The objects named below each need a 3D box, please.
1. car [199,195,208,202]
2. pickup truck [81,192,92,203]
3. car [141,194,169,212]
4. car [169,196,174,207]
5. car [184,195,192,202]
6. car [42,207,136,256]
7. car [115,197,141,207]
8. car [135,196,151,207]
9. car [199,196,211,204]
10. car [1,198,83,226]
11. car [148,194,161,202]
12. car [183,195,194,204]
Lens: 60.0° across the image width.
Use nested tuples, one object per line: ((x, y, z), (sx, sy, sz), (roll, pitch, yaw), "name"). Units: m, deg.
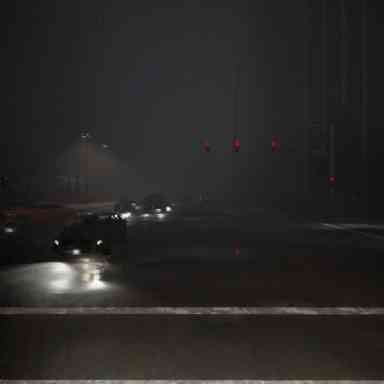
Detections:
((2.559, 1.524, 75.212), (1.812, 1.442, 4.674), (0, 0, -1), "car")
((-20.915, 1.059, 60.050), (2.390, 2.098, 6.274), (0, 0, 30), "pickup truck")
((-4.179, 1.222, 38.533), (2.150, 2.045, 5.566), (0, 0, -1), "car")
((-4.305, 1.601, 51.977), (1.895, 1.301, 4.718), (0, 0, -1), "car")
((-0.944, 1.478, 75.417), (1.882, 1.535, 5.008), (0, 0, -1), "car")
((-3.772, 1.547, 13.379), (2.033, 1.411, 5.357), (0, 0, -1), "car")
((-7.683, 1.489, 38.714), (2.128, 1.511, 4.902), (0, 0, -1), "car")
((-7.821, 1.477, 53.862), (1.882, 1.535, 5.008), (0, 0, 0), "car")
((2.760, 1.491, 64.828), (2.128, 1.511, 4.902), (0, 0, -1), "car")
((-10.792, 1.478, 23.789), (1.882, 1.535, 5.008), (2, 1, 44), "car")
((-7.891, 1.222, 69.967), (2.128, 1.511, 4.902), (0, 0, -1), "car")
((-0.746, 1.352, 65.413), (2.097, 1.767, 4.553), (0, 0, -1), "car")
